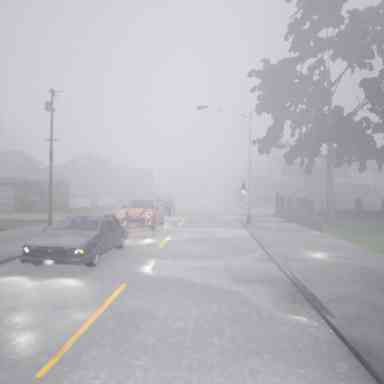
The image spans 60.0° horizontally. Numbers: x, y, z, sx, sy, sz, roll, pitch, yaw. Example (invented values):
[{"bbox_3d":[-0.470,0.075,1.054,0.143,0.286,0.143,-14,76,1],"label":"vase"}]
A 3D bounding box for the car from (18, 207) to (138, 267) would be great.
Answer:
[{"bbox_3d":[-3.541,1.431,11.272,2.033,1.411,5.357,1,0,3],"label":"car"}]

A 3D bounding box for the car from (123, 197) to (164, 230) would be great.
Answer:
[{"bbox_3d":[-2.985,1.207,20.027,2.097,1.767,4.553,1,0,4],"label":"car"}]
